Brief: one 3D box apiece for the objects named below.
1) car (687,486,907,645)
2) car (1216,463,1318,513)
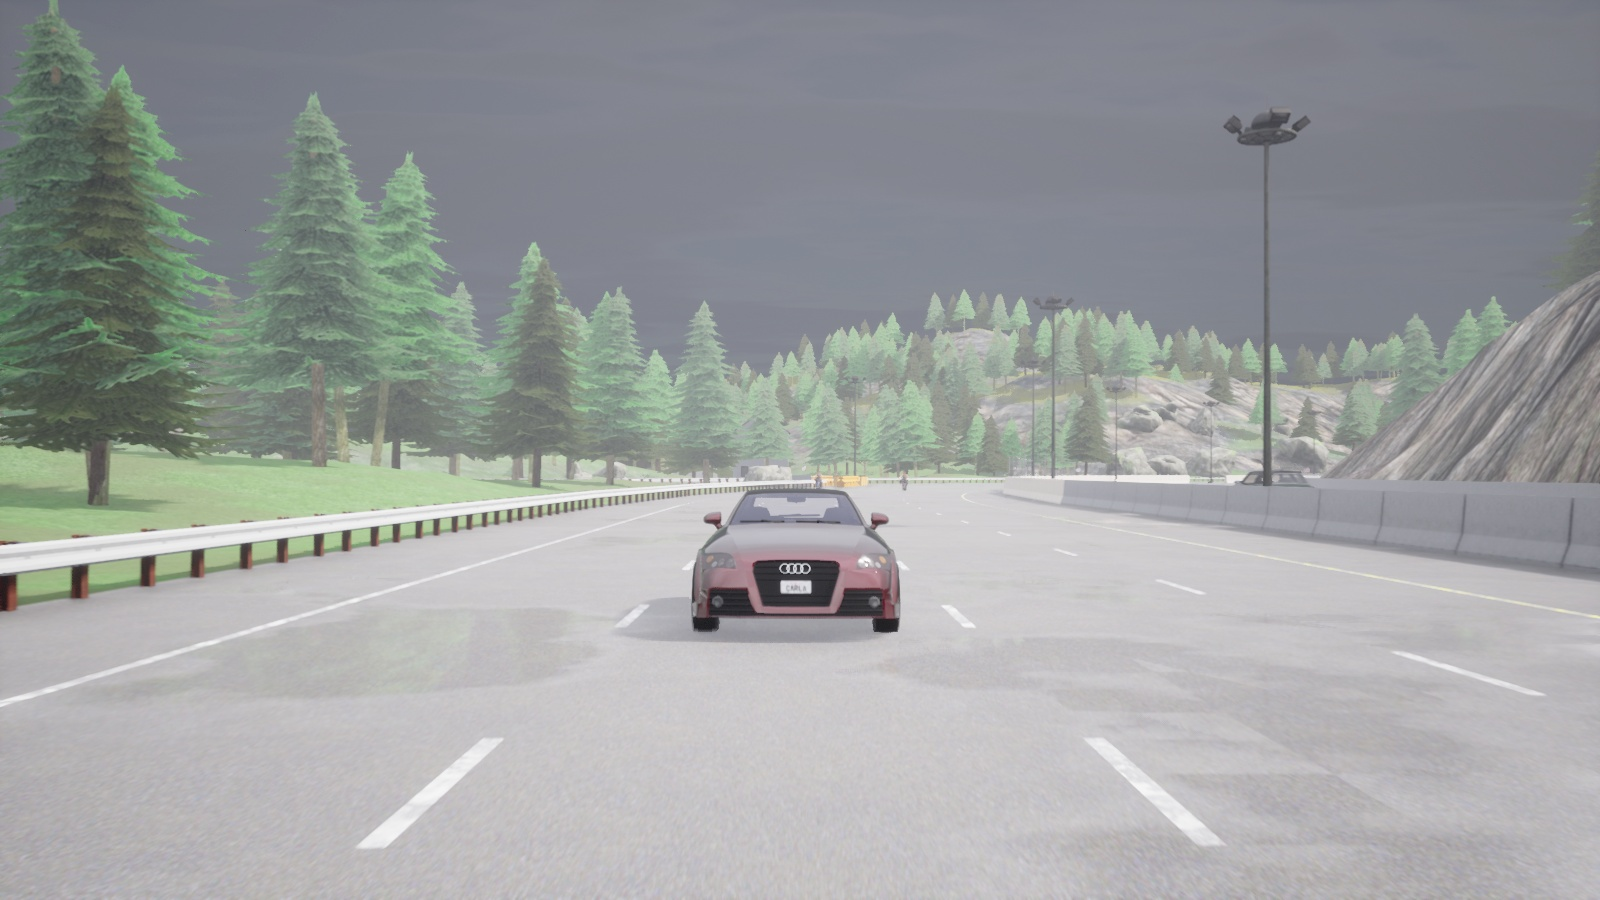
[{"bbox_3d":[-0.033,1.105,13.476,1.994,1.385,4.181,0,-1,0],"label":"car"},{"bbox_3d":[17.385,1.390,46.983,2.097,1.767,4.553,0,-1,0],"label":"car"}]
